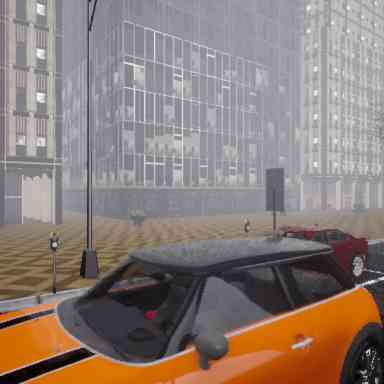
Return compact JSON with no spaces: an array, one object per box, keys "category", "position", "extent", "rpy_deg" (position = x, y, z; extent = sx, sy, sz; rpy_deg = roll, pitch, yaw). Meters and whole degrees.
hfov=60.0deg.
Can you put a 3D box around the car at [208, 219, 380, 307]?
[{"category":"car","position":[2.758,1.545,8.538],"extent":[4.507,1.381,1.887],"rpy_deg":[0,0,-36]}]

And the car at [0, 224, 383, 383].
[{"category":"car","position":[-0.081,1.352,3.324],"extent":[4.553,1.767,2.097],"rpy_deg":[0,0,-36]}]
